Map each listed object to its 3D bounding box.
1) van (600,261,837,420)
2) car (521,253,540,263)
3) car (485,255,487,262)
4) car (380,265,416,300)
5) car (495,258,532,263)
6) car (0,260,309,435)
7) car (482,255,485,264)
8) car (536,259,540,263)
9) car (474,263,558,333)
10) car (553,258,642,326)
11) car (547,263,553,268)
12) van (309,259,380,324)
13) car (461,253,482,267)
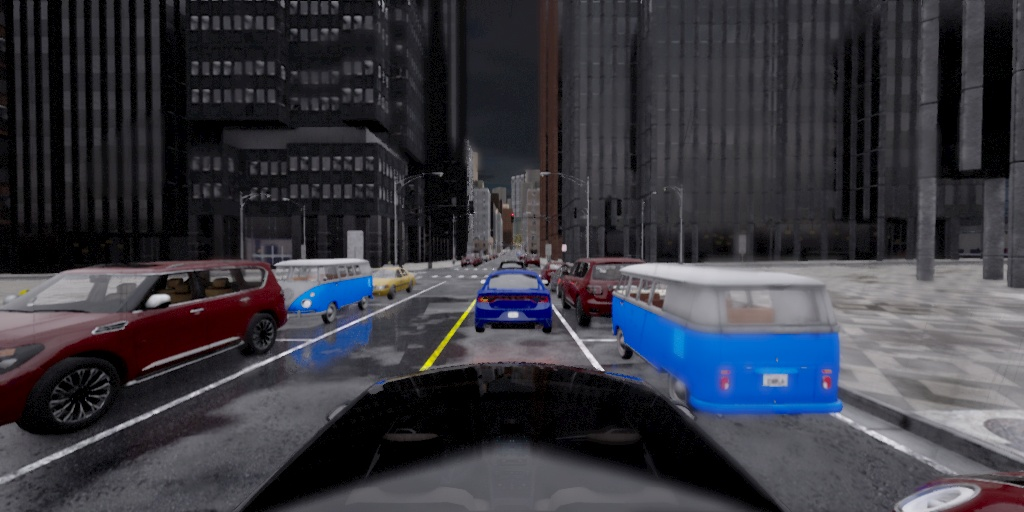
[{"bbox_3d":[2.767,1.045,5.617,1.690,1.789,3.998,0,0,0],"label":"van"},{"bbox_3d":[2.763,0.527,49.231,2.192,1.841,5.009,0,0,0],"label":"car"},{"bbox_3d":[-5.762,0.659,60.526,1.948,1.339,4.313,0,0,0],"label":"car"},{"bbox_3d":[-5.763,1.101,16.509,1.751,1.417,4.829,0,0,0],"label":"car"},{"bbox_3d":[0.001,1.033,20.792,1.837,1.490,4.892,0,1,0],"label":"car"},{"bbox_3d":[-5.765,1.019,5.630,2.192,1.841,5.009,0,0,0],"label":"car"},{"bbox_3d":[-5.762,0.468,54.883,2.192,1.841,5.009,0,0,0],"label":"car"},{"bbox_3d":[2.763,1.057,22.192,1.888,1.381,4.507,0,0,0],"label":"car"},{"bbox_3d":[0.058,1.125,10.422,1.882,1.535,5.008,0,1,1],"label":"car"},{"bbox_3d":[2.765,0.954,11.142,2.192,1.841,5.009,0,0,0],"label":"car"},{"bbox_3d":[2.764,1.126,16.667,2.007,1.370,4.403,0,0,0],"label":"car"},{"bbox_3d":[-5.764,0.980,11.155,1.690,1.789,3.998,0,0,0],"label":"van"},{"bbox_3d":[-5.762,0.528,49.241,2.192,1.841,5.009,0,0,0],"label":"car"}]
